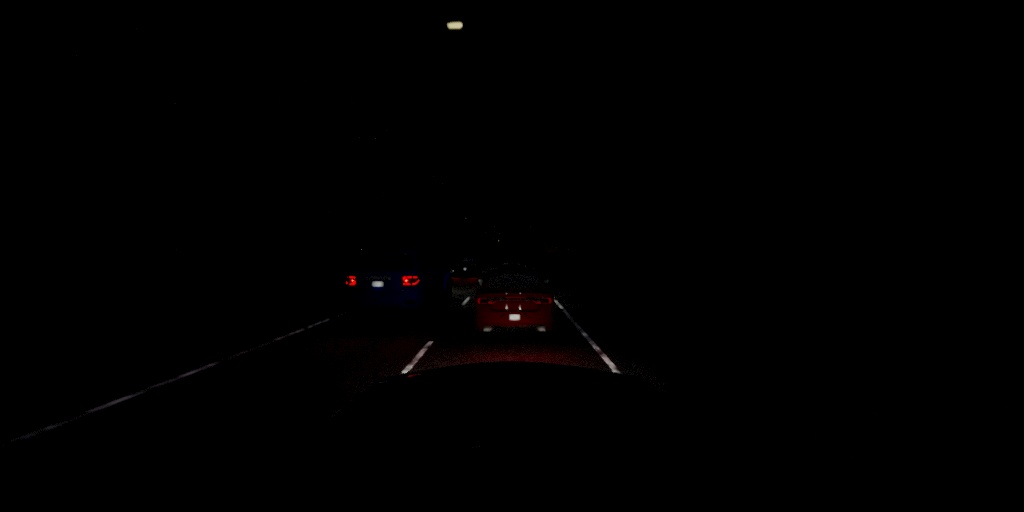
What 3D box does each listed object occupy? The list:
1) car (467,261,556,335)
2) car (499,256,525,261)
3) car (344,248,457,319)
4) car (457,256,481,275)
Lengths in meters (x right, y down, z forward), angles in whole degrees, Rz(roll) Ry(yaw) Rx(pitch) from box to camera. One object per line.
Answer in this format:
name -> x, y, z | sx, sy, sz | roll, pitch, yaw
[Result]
car -> 0.045, 1.066, 9.929 | 1.882, 1.535, 5.008 | 0, 1, 0
car -> -0.004, 0.726, 27.964 | 2.128, 1.511, 4.902 | 0, 1, 0
car -> -3.451, 0.770, 11.908 | 2.150, 2.045, 5.566 | 0, 1, 0
car -> -3.512, 0.741, 28.921 | 1.812, 1.442, 4.674 | 0, 1, 0
